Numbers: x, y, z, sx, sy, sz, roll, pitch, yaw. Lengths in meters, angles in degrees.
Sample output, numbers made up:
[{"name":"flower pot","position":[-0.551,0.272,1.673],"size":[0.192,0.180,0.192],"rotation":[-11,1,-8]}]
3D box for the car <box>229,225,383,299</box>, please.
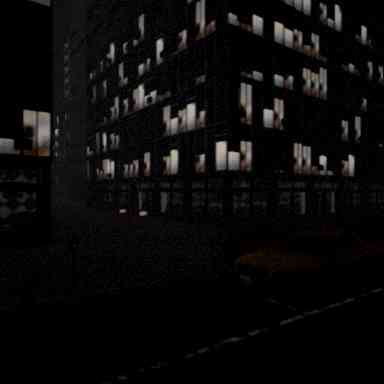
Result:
[{"name":"car","position":[3.103,1.560,8.504],"size":[4.829,1.417,1.752],"rotation":[0,0,-36]}]
